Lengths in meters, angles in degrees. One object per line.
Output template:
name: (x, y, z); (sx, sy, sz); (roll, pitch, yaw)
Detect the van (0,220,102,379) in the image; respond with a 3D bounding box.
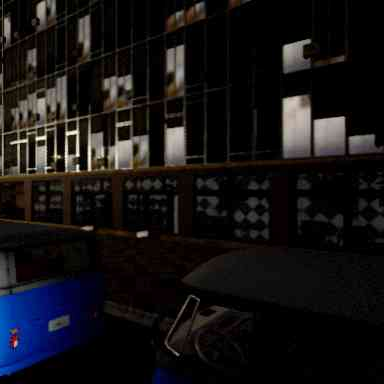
van: (-3.110, 1.352, 5.098); (3.998, 1.788, 1.690); (0, 0, 36)

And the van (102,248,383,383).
van: (1.527, 1.341, 1.784); (3.998, 1.788, 1.690); (0, 0, 36)
